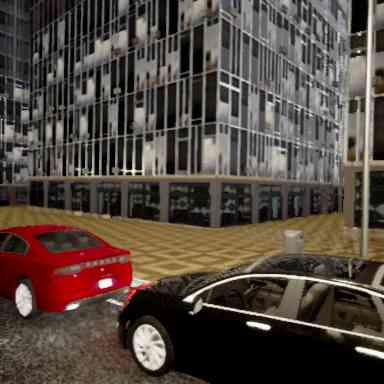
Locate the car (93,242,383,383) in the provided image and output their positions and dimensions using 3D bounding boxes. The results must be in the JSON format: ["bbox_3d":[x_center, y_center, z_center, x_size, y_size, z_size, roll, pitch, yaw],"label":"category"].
[{"bbox_3d":[1.187,1.509,3.906,4.892,1.490,1.837,0,0,36],"label":"car"}]

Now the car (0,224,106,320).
[{"bbox_3d":[-3.497,1.459,7.417,5.008,1.535,1.882,0,0,38],"label":"car"}]
